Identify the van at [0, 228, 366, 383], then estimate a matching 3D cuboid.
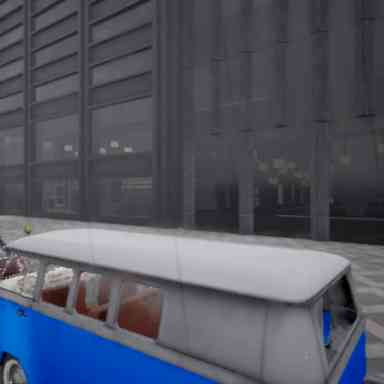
[{"bbox_3d":[-0.453,1.342,3.293,3.998,1.788,1.690,0,0,36],"label":"van"}]
